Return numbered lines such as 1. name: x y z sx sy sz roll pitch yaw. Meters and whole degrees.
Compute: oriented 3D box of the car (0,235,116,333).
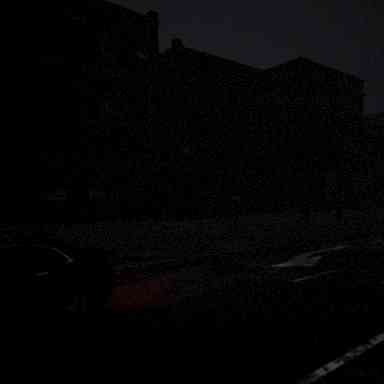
1. car: -3.596 1.505 5.200 4.892 1.490 1.837 0 0 -42
